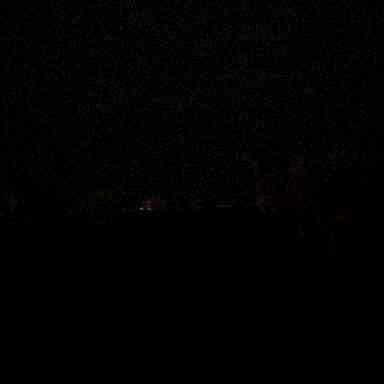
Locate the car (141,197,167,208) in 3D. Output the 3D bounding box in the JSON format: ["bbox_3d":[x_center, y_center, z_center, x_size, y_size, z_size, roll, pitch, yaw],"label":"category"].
[{"bbox_3d":[-5.968,1.606,52.386,2.097,1.767,4.553,-1,-1,36],"label":"car"}]

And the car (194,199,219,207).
[{"bbox_3d":[2.549,1.869,57.952,2.033,1.411,5.357,-1,-1,36],"label":"car"}]

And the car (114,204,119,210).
[{"bbox_3d":[-11.954,1.647,44.132,1.837,1.490,4.892,-1,-1,36],"label":"car"}]

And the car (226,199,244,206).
[{"bbox_3d":[8.646,2.040,66.445,1.895,1.301,4.718,-1,-1,36],"label":"car"}]
